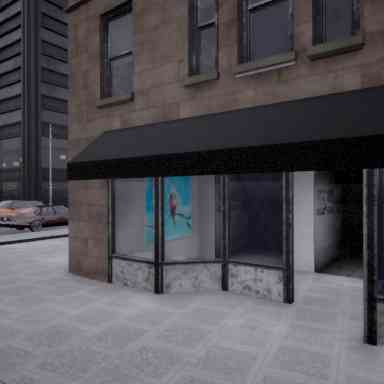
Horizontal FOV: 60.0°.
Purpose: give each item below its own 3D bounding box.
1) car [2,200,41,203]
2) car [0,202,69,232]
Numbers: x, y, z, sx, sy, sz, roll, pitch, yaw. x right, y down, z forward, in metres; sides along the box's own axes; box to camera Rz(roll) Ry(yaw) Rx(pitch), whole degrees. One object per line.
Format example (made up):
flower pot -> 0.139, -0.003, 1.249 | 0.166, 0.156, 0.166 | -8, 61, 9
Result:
car -> -11.369, 1.311, 21.013 | 2.097, 1.767, 4.553 | 0, 0, 35
car -> -8.451, 1.491, 19.765 | 2.033, 1.411, 5.357 | 0, 0, 35
